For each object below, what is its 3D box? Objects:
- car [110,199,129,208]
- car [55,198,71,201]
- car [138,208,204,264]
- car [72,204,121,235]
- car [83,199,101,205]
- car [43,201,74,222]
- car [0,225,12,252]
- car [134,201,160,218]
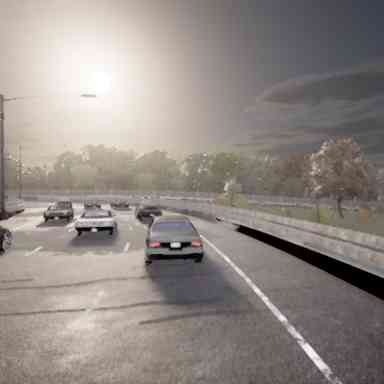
[{"bbox_3d":[-10.239,1.629,46.535,1.895,1.301,4.718,0,0,-25],"label":"car"},{"bbox_3d":[-17.635,1.544,45.621,1.882,1.535,5.008,0,0,-26],"label":"car"},{"bbox_3d":[-0.761,1.545,11.902,2.033,1.411,5.357,0,0,-7],"label":"car"},{"bbox_3d":[-5.287,1.618,18.906,1.895,1.301,4.718,0,0,-10],"label":"car"},{"bbox_3d":[-13.910,1.648,46.122,1.895,1.301,4.718,0,0,-25],"label":"car"},{"bbox_3d":[-10.614,1.642,26.792,1.895,1.301,4.718,0,0,-15],"label":"car"},{"bbox_3d":[-7.791,1.539,11.084,1.837,1.490,4.892,0,0,-6],"label":"car"},{"bbox_3d":[-3.765,1.510,28.193,1.837,1.490,4.892,0,0,-15],"label":"car"}]
